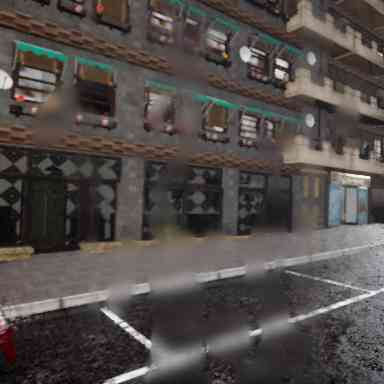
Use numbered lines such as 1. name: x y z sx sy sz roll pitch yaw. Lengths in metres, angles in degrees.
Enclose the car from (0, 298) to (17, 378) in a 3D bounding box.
1. car: -4.067 1.428 3.164 4.097 1.590 1.967 1 2 -35
